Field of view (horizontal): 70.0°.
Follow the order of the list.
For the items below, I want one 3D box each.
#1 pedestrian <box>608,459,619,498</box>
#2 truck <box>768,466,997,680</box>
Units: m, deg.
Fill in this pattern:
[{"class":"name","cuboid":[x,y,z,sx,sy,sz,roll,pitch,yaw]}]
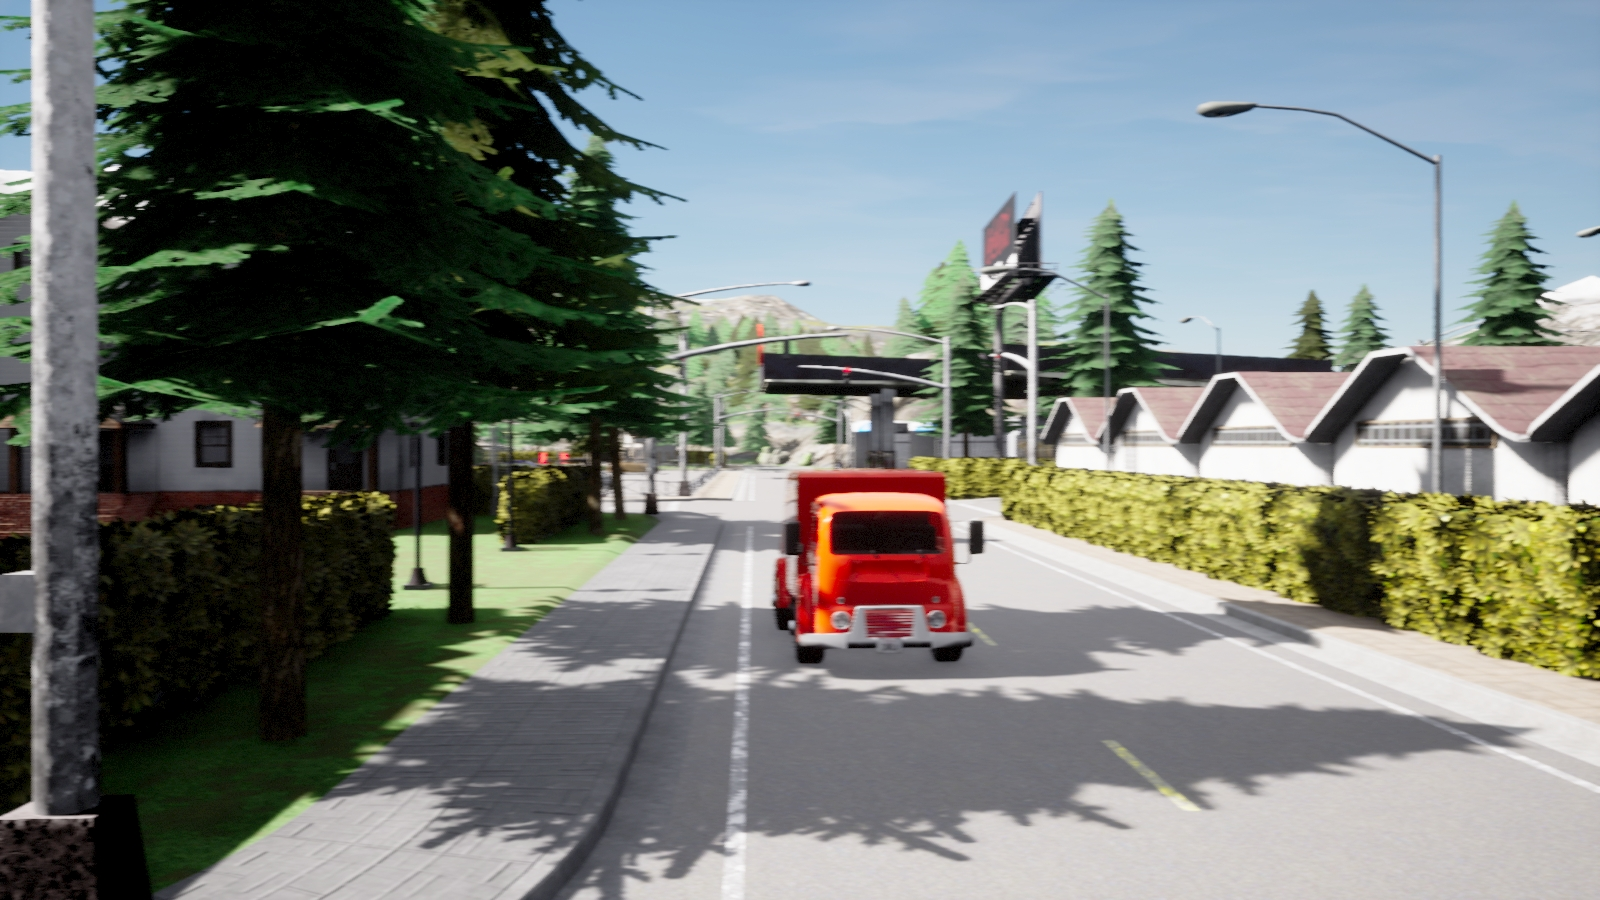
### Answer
[{"class":"pedestrian","cuboid":[-8.761,1.334,53.749,0.375,1.860,0.375,0,0,12]},{"class":"truck","cuboid":[0.928,1.505,16.318,2.627,2.467,5.204,0,0,-3]}]
